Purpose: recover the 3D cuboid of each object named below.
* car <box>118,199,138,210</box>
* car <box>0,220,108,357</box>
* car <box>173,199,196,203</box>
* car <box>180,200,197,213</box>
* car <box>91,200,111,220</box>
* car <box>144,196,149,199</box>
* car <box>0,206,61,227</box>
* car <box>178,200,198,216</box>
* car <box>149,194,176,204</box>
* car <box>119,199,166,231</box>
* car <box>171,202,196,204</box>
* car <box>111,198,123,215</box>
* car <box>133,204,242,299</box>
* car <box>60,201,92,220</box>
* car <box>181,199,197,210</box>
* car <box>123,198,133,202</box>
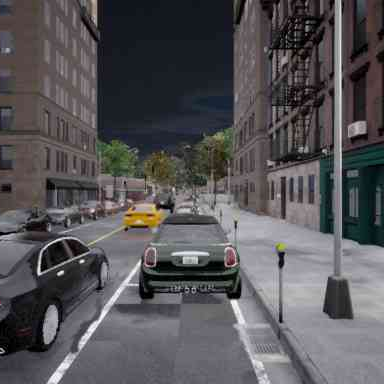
[{"bbox_3d":[-8.408,1.600,43.945,1.802,1.307,4.206,0,0,0],"label":"car"},{"bbox_3d":[-2.918,1.504,6.116,1.837,1.490,4.892,0,0,0],"label":"car"},{"bbox_3d":[-0.383,1.531,27.562,1.752,1.417,4.829,0,0,0],"label":"car"},{"bbox_3d":[-0.383,1.596,38.428,1.802,1.307,4.206,0,0,0],"label":"car"},{"bbox_3d":[-8.408,1.446,27.388,1.967,1.590,4.097,0,0,0],"label":"car"},{"bbox_3d":[-5.804,1.370,45.142,2.097,1.767,4.553,0,0,0],"label":"car"},{"bbox_3d":[-8.408,1.567,16.351,1.947,1.339,4.313,0,0,0],"label":"car"},{"bbox_3d":[-0.383,1.554,32.910,1.887,1.381,4.507,0,0,0],"label":"car"},{"bbox_3d":[-3.010,1.233,36.438,2.150,2.045,5.566,0,0,-1],"label":"car"},{"bbox_3d":[-2.919,1.479,20.801,1.882,1.535,5.008,0,0,0],"label":"car"},{"bbox_3d":[-0.383,1.584,21.873,1.802,1.307,4.206,0,0,0],"label":"car"},{"bbox_3d":[-8.408,1.535,32.737,1.752,1.417,4.829,0,0,0],"label":"car"},{"bbox_3d":[-0.033,1.353,8.620,2.097,1.767,4.553,0,0,0],"label":"car"},{"bbox_3d":[-8.408,1.553,21.869,2.008,1.369,4.403,0,0,0],"label":"car"},{"bbox_3d":[-0.383,1.584,43.946,1.947,1.339,4.313,0,0,0],"label":"car"},{"bbox_3d":[-8.408,1.454,38.426,1.967,1.590,4.097,0,0,0],"label":"car"}]
